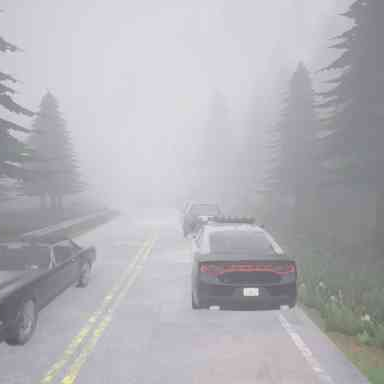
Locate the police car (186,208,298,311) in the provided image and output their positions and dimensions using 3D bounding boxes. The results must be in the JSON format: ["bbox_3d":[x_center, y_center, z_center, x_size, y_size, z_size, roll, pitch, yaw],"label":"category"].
[{"bbox_3d":[0.906,1.409,7.967,1.930,1.638,5.238,0,0,-1],"label":"police car"}]

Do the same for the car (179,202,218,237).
[{"bbox_3d":[0.531,1.314,17.938,2.097,1.767,4.553,0,0,-3],"label":"car"}]

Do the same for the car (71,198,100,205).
[{"bbox_3d":[-16.497,1.934,50.631,5.357,1.411,2.033,-3,2,35],"label":"car"}]

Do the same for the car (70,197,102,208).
[{"bbox_3d":[-17.587,1.770,55.357,4.902,1.511,2.128,-3,3,27],"label":"car"}]

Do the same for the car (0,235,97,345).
[{"bbox_3d":[-3.372,1.594,6.453,1.895,1.301,4.718,0,0,-1],"label":"car"}]

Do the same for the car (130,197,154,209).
[{"bbox_3d":[-6.995,1.461,46.082,1.837,1.490,4.892,-3,1,-35],"label":"car"}]
